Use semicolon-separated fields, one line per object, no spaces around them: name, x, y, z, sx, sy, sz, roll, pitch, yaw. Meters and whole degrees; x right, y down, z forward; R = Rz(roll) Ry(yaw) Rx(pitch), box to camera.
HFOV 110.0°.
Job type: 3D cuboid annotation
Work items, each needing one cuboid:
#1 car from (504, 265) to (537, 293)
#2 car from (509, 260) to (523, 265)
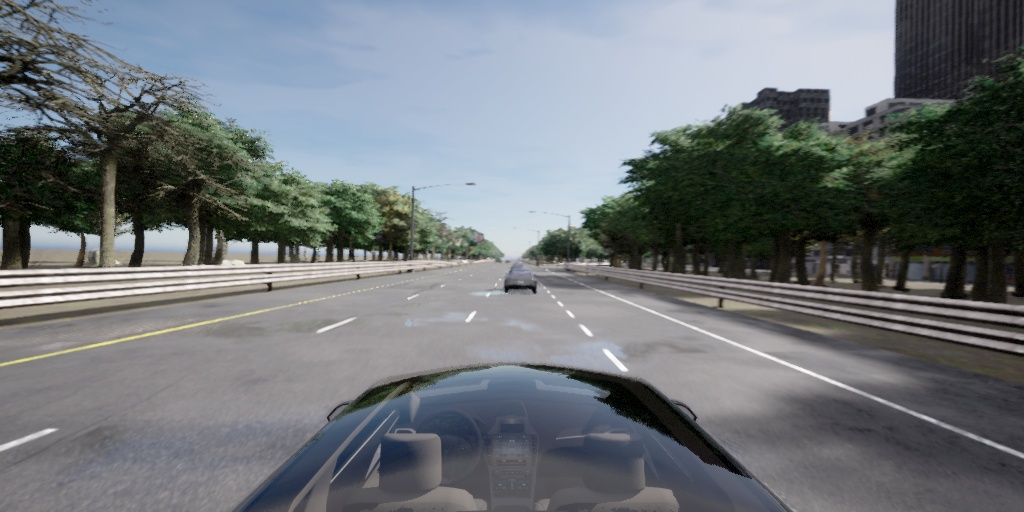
car;0.534;1.482;22.618;1.994;1.385;4.181;2;0;1
car;0.917;1.712;52.775;1.994;1.385;4.181;2;0;1
